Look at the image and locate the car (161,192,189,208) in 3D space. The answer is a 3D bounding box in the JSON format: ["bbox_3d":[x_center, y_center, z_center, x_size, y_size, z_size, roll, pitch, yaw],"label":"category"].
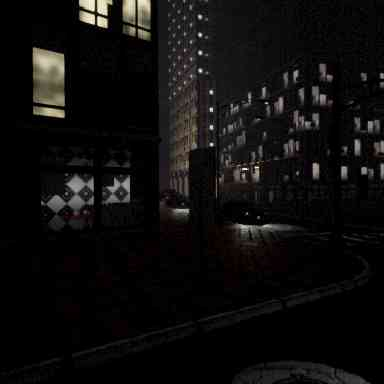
[{"bbox_3d":[-1.751,1.051,38.760,2.128,1.511,4.902,-1,1,-19],"label":"car"}]

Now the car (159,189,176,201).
[{"bbox_3d":[-4.030,0.537,54.624,2.150,2.045,5.566,-1,1,-18],"label":"car"}]

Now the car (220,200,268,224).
[{"bbox_3d":[3.485,1.310,23.335,1.812,1.442,4.674,-1,1,-19],"label":"car"}]
